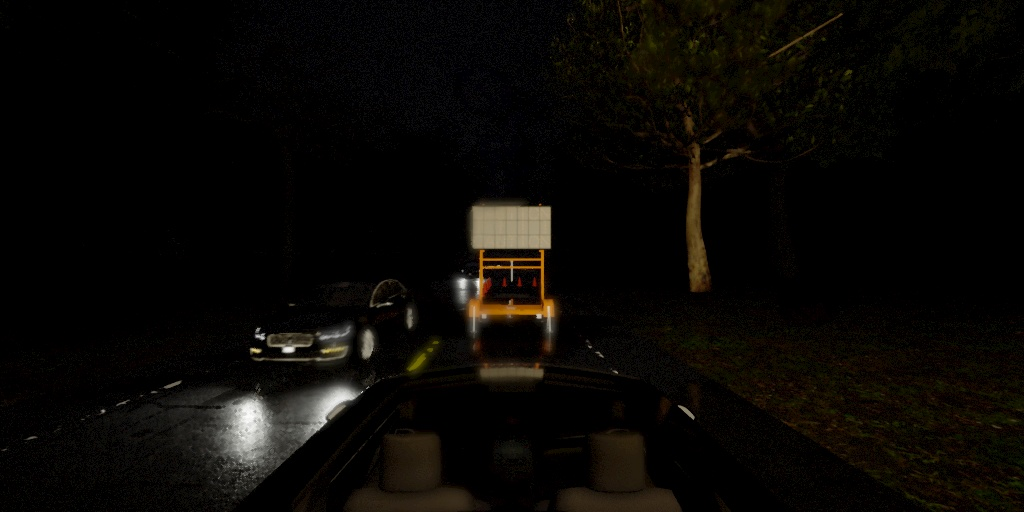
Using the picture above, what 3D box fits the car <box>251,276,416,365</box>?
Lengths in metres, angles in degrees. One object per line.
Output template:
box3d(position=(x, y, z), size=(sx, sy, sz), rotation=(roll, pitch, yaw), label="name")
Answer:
box3d(position=(-3.603, 1.257, 8.208), size=(1.837, 1.490, 4.892), rotation=(0, 0, 0), label="car")

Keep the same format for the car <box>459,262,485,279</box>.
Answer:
box3d(position=(-3.612, 1.272, 33.223), size=(1.812, 1.442, 4.674), rotation=(0, 0, 0), label="car")

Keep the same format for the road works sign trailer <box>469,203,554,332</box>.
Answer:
box3d(position=(-0.005, 0.217, 10.821), size=(2.380, 3.560, 2.880), rotation=(0, 0, 0), label="road works sign trailer")
